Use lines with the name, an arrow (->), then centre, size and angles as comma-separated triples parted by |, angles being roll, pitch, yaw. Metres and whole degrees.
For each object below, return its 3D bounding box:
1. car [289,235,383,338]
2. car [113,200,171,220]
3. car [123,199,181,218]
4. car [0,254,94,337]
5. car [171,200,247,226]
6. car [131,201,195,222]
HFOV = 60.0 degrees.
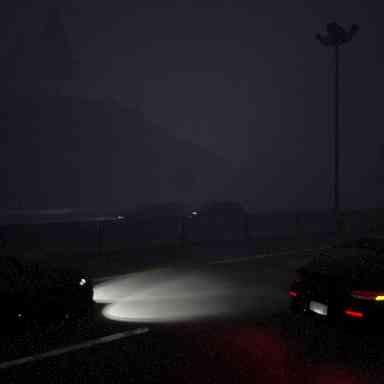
car -> 3.788, 1.530, 6.099 | 4.674, 1.442, 1.812 | 0, 0, -33
car -> -2.942, 1.509, 22.720 | 4.892, 1.490, 1.837 | 0, 0, -31
car -> -3.623, 1.484, 30.446 | 5.008, 1.535, 1.882 | 0, 0, -30
car -> -3.752, 1.563, 5.259 | 4.181, 1.385, 1.994 | 0, 0, -36
car -> 1.305, 1.359, 21.160 | 4.553, 1.767, 2.097 | 0, 0, -30
car -> -2.343, 1.511, 27.136 | 4.892, 1.490, 1.837 | 0, 0, -30
